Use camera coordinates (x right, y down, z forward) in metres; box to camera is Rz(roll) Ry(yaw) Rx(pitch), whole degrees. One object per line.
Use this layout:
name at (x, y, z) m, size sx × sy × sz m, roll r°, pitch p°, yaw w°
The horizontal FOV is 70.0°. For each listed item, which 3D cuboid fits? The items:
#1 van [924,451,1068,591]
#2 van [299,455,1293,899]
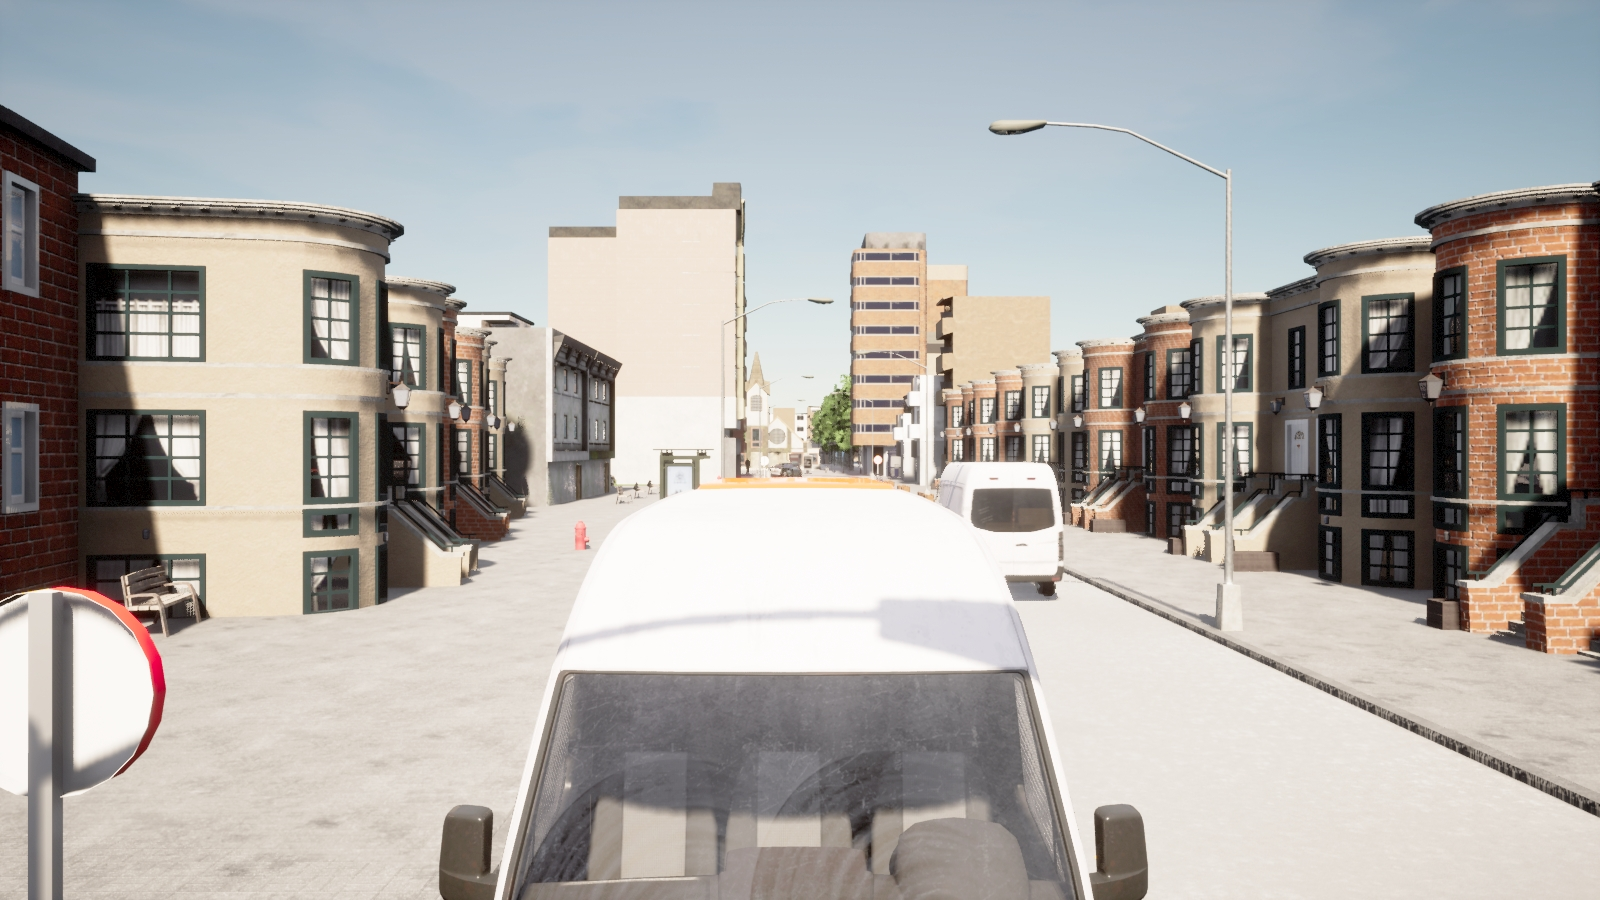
van at (3.925, 1.315, 23.949) m, size 1.988 × 2.561 × 5.915 m, roll 0°, pitch 0°, yaw 0°
van at (-0.019, 1.314, 5.243) m, size 1.988 × 2.561 × 5.915 m, roll 0°, pitch 0°, yaw 0°
